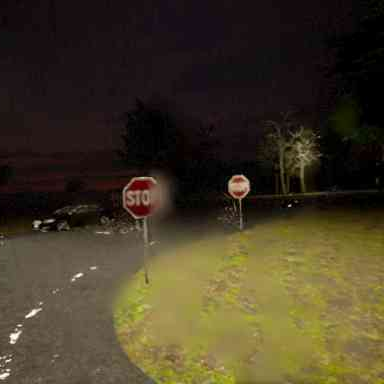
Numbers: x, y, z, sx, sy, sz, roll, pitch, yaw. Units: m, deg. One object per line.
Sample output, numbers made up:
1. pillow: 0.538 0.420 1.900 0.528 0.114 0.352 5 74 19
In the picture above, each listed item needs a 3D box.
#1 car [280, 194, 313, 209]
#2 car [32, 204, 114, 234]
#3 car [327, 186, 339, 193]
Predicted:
1. car: 10.034 0.879 31.753 1.895 1.301 4.718 -4 -1 34
2. car: -6.823 1.502 19.519 2.128 1.511 4.902 -4 -1 34
3. car: 32.731 -0.594 77.335 1.837 1.490 4.892 -4 0 35
